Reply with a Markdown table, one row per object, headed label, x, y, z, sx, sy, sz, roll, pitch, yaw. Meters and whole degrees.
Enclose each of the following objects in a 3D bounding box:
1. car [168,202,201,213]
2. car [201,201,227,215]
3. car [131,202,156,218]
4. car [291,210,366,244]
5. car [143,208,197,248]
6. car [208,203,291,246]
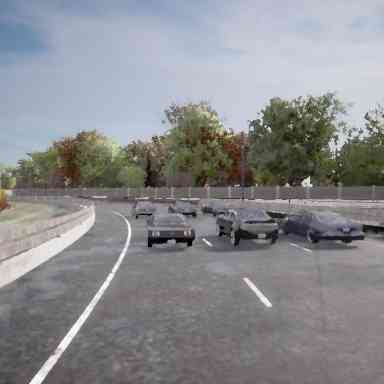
| label | x | y | z | sx | sy | sz | roll | pitch | yaw |
| --- | --- | --- | --- | --- | --- | --- | --- | --- | --- |
| car | -0.974 | 1.571 | 30.724 | 1.994 | 1.385 | 4.181 | 0 | 0 | -16 |
| car | 2.384 | 1.562 | 31.711 | 2.033 | 1.411 | 5.357 | 0 | 0 | -16 |
| car | -4.332 | 1.561 | 29.736 | 2.033 | 1.411 | 5.357 | 0 | 0 | -16 |
| car | 5.840 | 1.561 | 15.846 | 2.033 | 1.411 | 5.357 | 0 | 0 | -8 |
| car | -1.093 | 1.614 | 14.878 | 1.895 | 1.301 | 4.718 | 0 | 0 | -8 |
| car | 2.376 | 1.493 | 15.347 | 2.128 | 1.511 | 4.902 | 0 | 0 | -8 |
